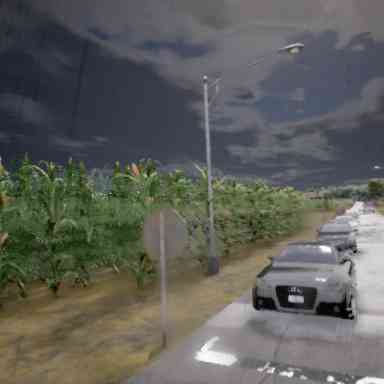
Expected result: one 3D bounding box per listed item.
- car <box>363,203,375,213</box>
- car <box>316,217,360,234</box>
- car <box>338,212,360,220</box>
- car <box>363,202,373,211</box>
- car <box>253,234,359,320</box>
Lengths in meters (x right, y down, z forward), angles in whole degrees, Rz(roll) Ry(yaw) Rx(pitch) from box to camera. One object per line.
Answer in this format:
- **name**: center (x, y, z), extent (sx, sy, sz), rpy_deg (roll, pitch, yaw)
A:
- **car**: center (38.938, 3.501, 73.217), extent (2.150, 2.045, 5.566), rpy_deg (-4, -3, 27)
- **car**: center (7.578, 2.278, 17.335), extent (1.812, 1.442, 4.674), rpy_deg (-4, -4, 27)
- **car**: center (12.042, 2.602, 26.147), extent (1.812, 1.442, 4.674), rpy_deg (-4, -4, 26)
- **car**: center (43.655, 3.649, 82.585), extent (2.150, 2.045, 5.566), rpy_deg (-4, -3, 27)
- **car**: center (2.944, 1.963, 8.248), extent (1.994, 1.385, 4.181), rpy_deg (-4, -4, 28)
